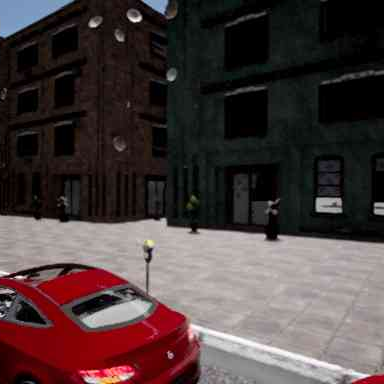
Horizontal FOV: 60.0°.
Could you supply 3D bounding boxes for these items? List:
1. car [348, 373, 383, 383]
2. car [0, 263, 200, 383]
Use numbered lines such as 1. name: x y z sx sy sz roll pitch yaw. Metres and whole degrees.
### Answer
1. car: 2.662 1.543 0.973 4.507 1.381 1.887 0 0 36
2. car: -1.855 1.587 4.195 4.206 1.307 1.802 0 0 36
